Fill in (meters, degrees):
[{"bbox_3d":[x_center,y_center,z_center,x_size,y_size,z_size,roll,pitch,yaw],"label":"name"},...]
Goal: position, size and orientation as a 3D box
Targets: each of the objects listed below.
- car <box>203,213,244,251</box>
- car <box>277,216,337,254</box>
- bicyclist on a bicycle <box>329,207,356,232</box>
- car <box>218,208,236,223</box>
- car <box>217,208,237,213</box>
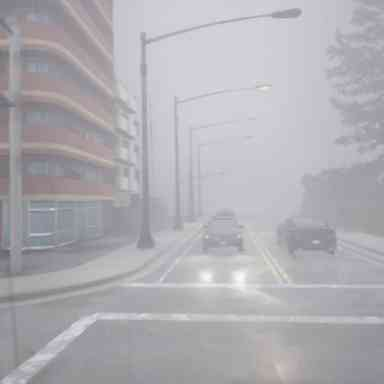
[{"bbox_3d":[1.590,2.015,16.740,1.812,1.442,4.674,-1,-2,6],"label":"car"},{"bbox_3d":[5.105,1.851,15.348,1.882,1.535,5.008,-1,-2,7],"label":"car"},{"bbox_3d":[9.622,1.764,21.309,1.656,1.620,0.582,-2,-2,7],"label":"bicyclist on a bicycle"},{"bbox_3d":[3.963,2.569,37.265,1.837,1.490,4.892,-1,-2,7],"label":"car"},{"bbox_3d":[2.750,2.253,26.949,1.882,1.535,5.008,-1,-2,6],"label":"car"}]
